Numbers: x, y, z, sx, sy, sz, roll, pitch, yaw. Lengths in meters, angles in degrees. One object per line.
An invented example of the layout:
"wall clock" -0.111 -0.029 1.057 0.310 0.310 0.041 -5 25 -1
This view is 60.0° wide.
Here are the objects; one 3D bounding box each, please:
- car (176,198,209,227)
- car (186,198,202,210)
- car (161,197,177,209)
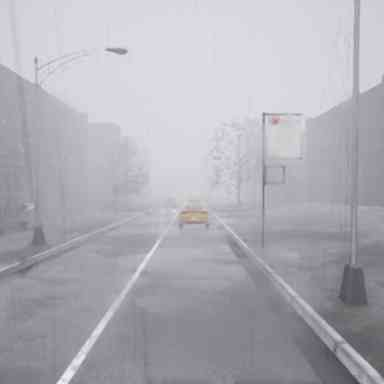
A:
"car" 0.144 1.443 22.580 1.882 1.535 5.008 0 0 0
"car" 0.217 1.496 42.562 1.994 1.385 4.181 0 0 0
"car" -2.964 1.438 43.356 1.837 1.490 4.892 0 0 0
